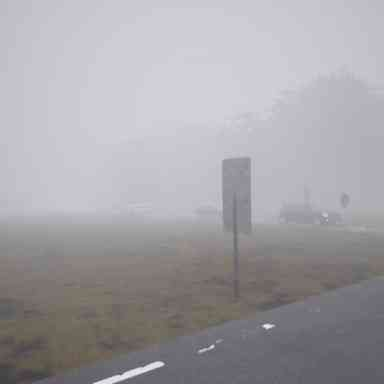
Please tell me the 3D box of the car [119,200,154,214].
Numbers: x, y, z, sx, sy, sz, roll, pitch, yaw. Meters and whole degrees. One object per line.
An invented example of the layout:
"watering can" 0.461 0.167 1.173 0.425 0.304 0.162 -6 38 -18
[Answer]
"car" -8.264 2.151 48.861 2.150 2.045 5.566 -1 -1 -35

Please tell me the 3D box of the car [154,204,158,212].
"car" -7.242 2.414 52.378 1.882 1.535 5.008 -1 -1 -35

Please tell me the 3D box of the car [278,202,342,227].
"car" 8.700 1.574 24.744 2.097 1.767 4.553 -1 -1 -34

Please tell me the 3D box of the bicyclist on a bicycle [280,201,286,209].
"bicyclist on a bicycle" 9.482 1.755 34.042 1.656 1.620 0.582 0 -1 -35

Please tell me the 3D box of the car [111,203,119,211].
"car" -13.288 2.698 60.847 2.128 1.511 4.902 -1 -1 -35

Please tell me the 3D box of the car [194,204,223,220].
"car" 2.183 1.960 34.024 1.882 1.535 5.008 -1 -1 -35
